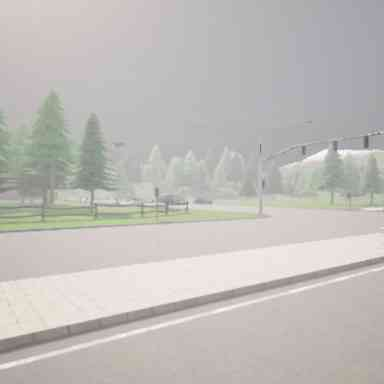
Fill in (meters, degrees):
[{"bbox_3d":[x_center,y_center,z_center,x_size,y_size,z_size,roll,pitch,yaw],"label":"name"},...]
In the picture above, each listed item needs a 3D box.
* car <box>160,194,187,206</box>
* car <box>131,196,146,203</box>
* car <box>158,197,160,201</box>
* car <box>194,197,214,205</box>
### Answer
[{"bbox_3d":[-3.172,1.476,62.430,2.150,2.045,5.566,1,0,-34],"label":"car"},{"bbox_3d":[-12.109,1.674,75.368,1.882,1.535,5.008,1,0,-35],"label":"car"},{"bbox_3d":[-6.390,1.734,79.404,1.837,1.490,4.892,1,0,-35],"label":"car"},{"bbox_3d":[2.385,1.810,66.745,1.837,1.490,4.892,1,0,-34],"label":"car"}]
